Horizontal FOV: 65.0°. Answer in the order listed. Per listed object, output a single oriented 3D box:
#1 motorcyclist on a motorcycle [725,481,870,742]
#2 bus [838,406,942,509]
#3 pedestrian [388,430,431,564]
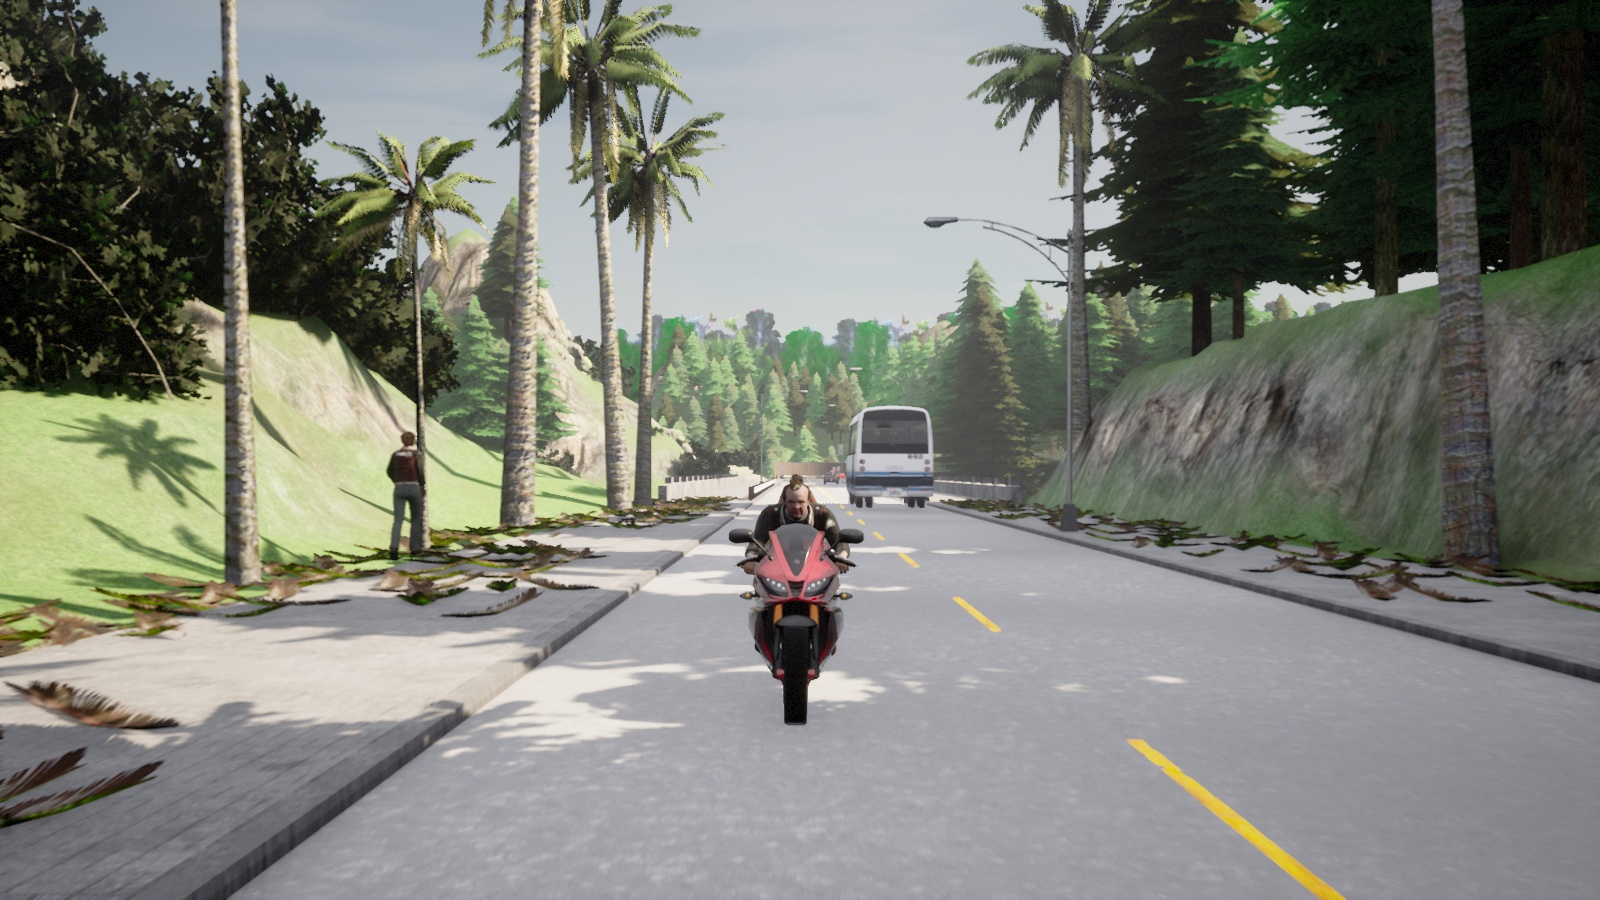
[{"bbox_3d":[-0.018,0.994,8.618,0.866,1.530,2.191,0,-1,0],"label":"motorcyclist on a motorcycle"},{"bbox_3d":[3.872,0.380,57.187,3.944,4.253,10.273,0,-1,0],"label":"bus"},{"bbox_3d":[-5.701,0.678,18.370,0.402,1.930,0.666,0,-1,2],"label":"pedestrian"}]
